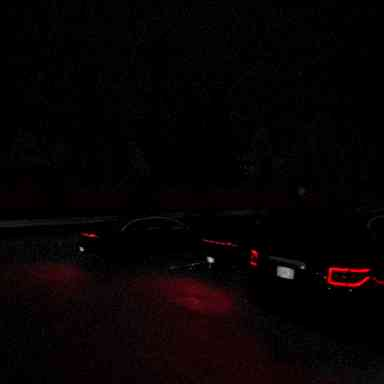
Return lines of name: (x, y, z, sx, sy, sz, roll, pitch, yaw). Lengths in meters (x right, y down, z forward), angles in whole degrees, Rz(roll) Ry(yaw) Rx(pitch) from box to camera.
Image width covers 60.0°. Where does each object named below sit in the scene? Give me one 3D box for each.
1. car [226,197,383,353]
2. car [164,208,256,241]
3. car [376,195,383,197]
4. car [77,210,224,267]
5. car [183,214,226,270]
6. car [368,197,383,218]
car: (3.491, 1.224, 6.271, 5.566, 2.045, 2.150, 0, 0, -36)
car: (1.030, 1.603, 17.452, 4.718, 1.301, 1.895, 0, 0, -36)
car: (14.412, 1.227, 22.837, 5.566, 2.045, 2.150, 0, 0, -36)
car: (-1.361, 1.493, 11.404, 4.902, 1.511, 2.128, 0, 0, -36)
car: (2.427, 1.493, 9.823, 4.902, 1.511, 2.128, 0, 0, -36)
car: (17.880, 1.356, 29.681, 4.553, 1.767, 2.097, 0, 0, -36)
